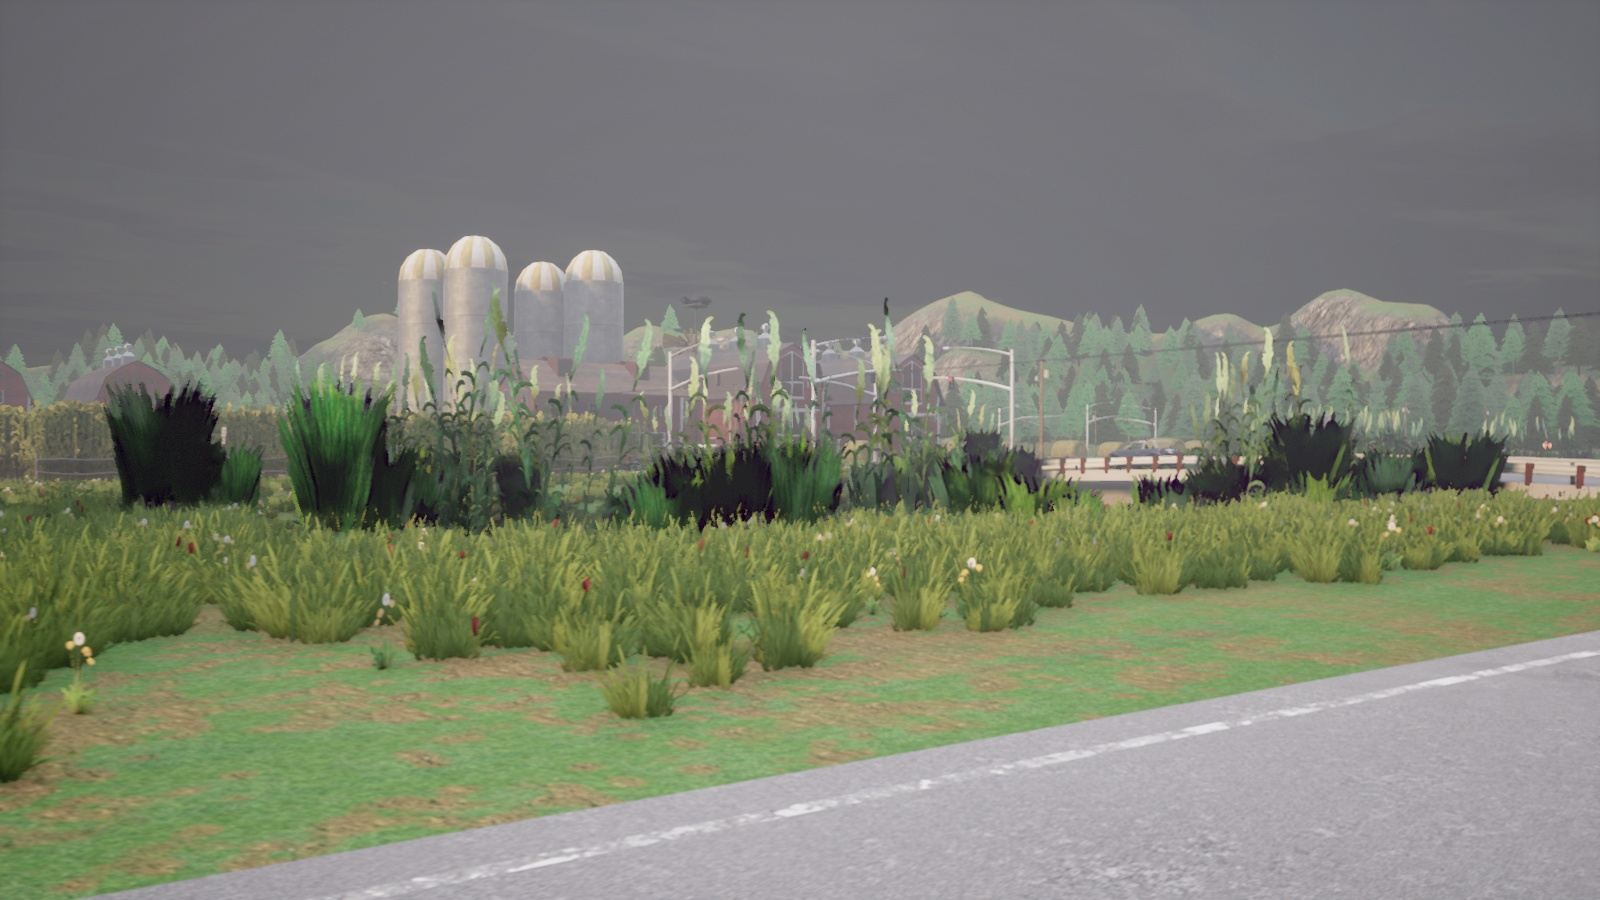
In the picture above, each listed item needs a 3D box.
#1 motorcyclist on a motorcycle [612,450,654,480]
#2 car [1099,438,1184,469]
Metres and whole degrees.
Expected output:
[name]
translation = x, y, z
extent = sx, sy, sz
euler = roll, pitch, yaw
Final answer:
[motorcyclist on a motorcycle]
translation = -9.567, 0.846, 71.998
extent = 2.350, 1.649, 0.766
euler = 0, 0, -40
[car]
translation = 17.504, 0.193, 64.435
extent = 1.970, 1.475, 3.806
euler = 0, -2, -34
